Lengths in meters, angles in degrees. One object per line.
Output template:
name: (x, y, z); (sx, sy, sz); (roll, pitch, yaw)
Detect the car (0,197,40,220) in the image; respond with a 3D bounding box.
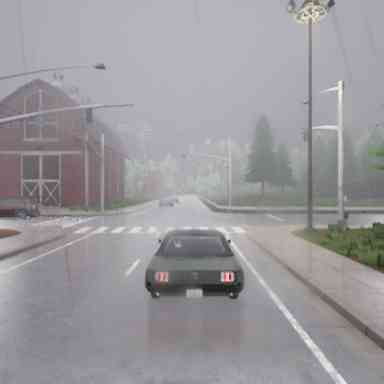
car: (-14.776, 1.288, 26.657); (4.553, 1.767, 2.097); (0, 0, -1)

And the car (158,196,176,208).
car: (-3.595, 1.462, 46.749); (1.812, 1.442, 4.674); (0, 0, 0)

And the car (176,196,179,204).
car: (-3.548, 1.440, 63.613); (1.812, 1.442, 4.674); (0, 0, 1)

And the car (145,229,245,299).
car: (0.066, 1.589, 8.378); (1.895, 1.301, 4.718); (0, 0, 0)
